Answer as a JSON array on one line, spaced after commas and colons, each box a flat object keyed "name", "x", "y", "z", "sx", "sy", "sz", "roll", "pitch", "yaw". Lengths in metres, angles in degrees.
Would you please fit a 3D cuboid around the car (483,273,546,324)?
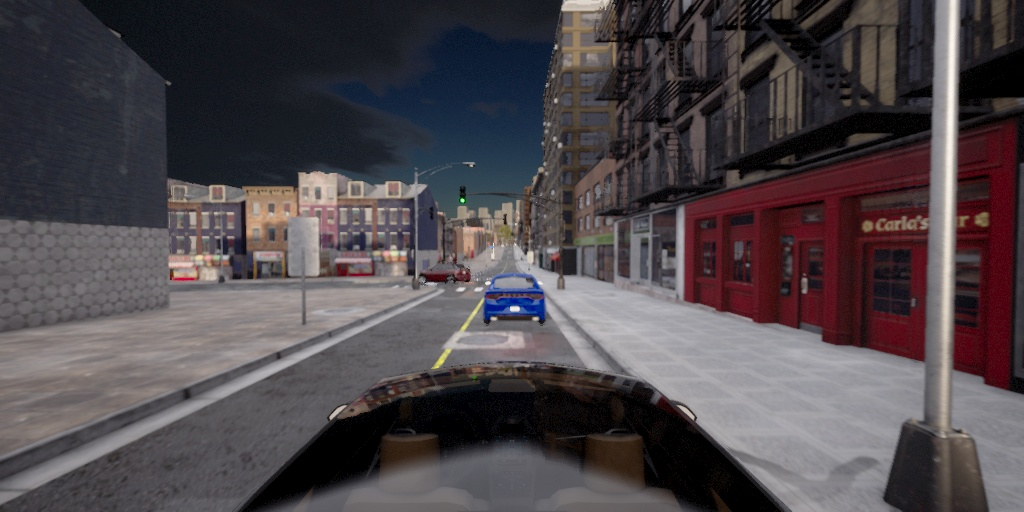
[{"name": "car", "x": 0.075, "y": 1.328, "z": 12.410, "sx": 1.882, "sy": 1.535, "sz": 5.008, "roll": 0, "pitch": 0, "yaw": 0}]

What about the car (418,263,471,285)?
[{"name": "car", "x": -5.781, "y": 1.415, "z": 30.025, "sx": 4.553, "sy": 1.767, "sz": 2.097, "roll": -1, "pitch": 1, "yaw": 28}]
